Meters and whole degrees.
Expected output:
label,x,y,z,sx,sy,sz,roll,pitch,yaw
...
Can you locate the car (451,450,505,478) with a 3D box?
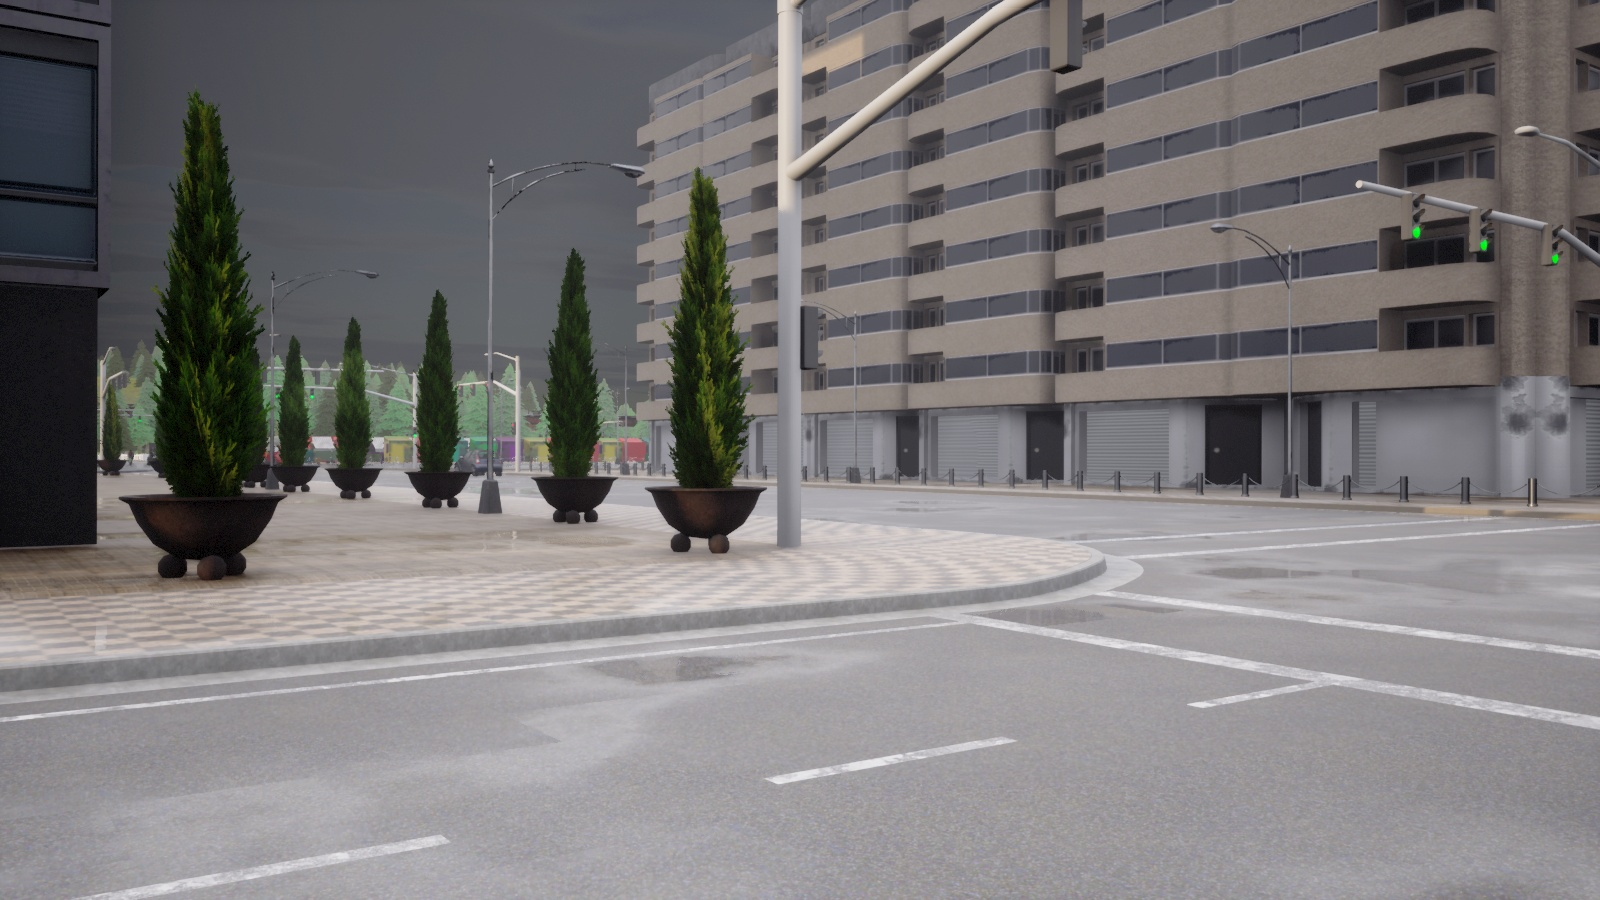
label,x,y,z,sx,sy,sz,roll,pitch,yaw
car,-19.530,0.815,76.027,1.851,1.617,3.988,0,0,-36
